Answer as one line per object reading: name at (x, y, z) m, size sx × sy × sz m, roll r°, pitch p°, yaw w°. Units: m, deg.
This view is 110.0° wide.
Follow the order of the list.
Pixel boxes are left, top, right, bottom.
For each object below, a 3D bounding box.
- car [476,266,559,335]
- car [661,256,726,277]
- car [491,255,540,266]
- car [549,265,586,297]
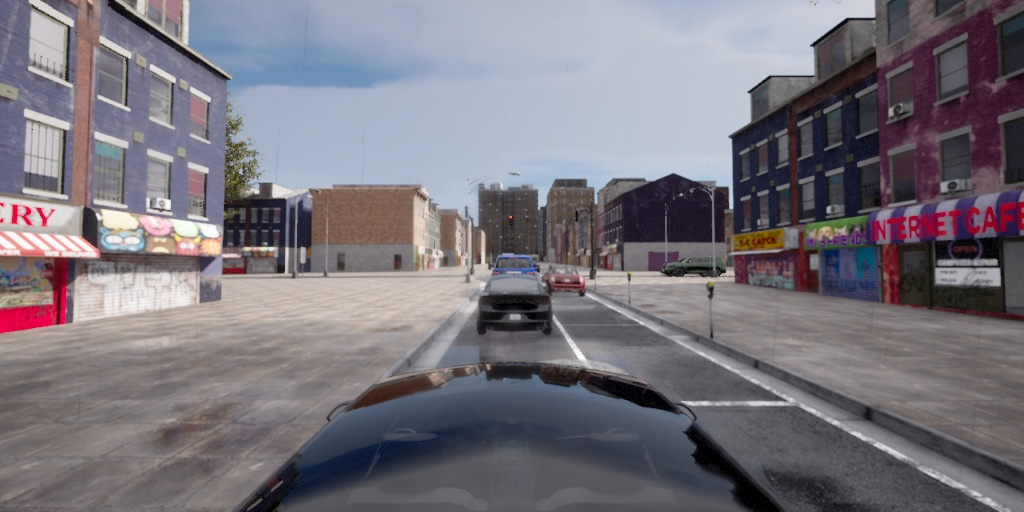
car at (0.042, 1.230, 10.582) m, size 1.882 × 1.535 × 5.008 m, roll 0°, pitch 0°, yaw -1°
car at (17.114, 1.025, 33.918) m, size 5.566 × 2.045 × 2.150 m, roll 0°, pitch -2°, yaw 0°
car at (0.078, 0.983, 18.398) m, size 2.150 × 2.045 × 5.566 m, roll 0°, pitch 0°, yaw 0°
car at (2.626, 1.201, 19.085) m, size 1.967 × 1.591 × 4.097 m, roll 0°, pitch 0°, yaw 0°
